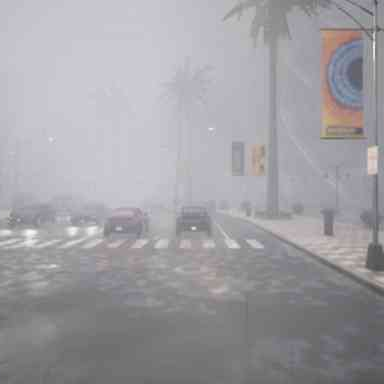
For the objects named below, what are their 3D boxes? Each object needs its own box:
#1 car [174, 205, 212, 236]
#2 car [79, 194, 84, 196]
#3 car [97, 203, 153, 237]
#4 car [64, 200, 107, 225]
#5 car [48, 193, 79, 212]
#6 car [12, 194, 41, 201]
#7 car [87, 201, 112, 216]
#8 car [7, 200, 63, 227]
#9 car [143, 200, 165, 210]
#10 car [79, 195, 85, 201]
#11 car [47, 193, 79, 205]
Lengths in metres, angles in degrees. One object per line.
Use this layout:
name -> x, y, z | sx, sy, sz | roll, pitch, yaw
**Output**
car -> 0.071, 1.516, 18.686 | 1.837, 1.490, 4.892 | 0, 0, 0
car -> -19.194, 1.253, 52.462 | 5.566, 2.045, 2.150 | 0, 0, 35
car -> -3.421, 1.536, 17.831 | 1.812, 1.442, 4.674 | 0, 0, 0
car -> -7.388, 1.562, 24.565 | 2.033, 1.411, 5.357 | 0, 0, -4
car -> -13.223, 1.244, 34.101 | 2.150, 2.045, 5.566 | 0, 0, -24
car -> -23.120, 1.248, 46.495 | 5.566, 2.045, 2.150 | 0, 0, 38
car -> -9.681, 1.622, 34.576 | 1.895, 1.301, 4.718 | 0, 0, -22
car -> -10.847, 1.519, 22.971 | 1.837, 1.490, 4.892 | 0, 0, -3
car -> -5.121, 1.626, 41.669 | 1.895, 1.301, 4.718 | 0, 0, -28
car -> -17.047, 1.553, 45.812 | 1.812, 1.442, 4.674 | 0, 0, -44
car -> -22.878, 1.257, 58.897 | 5.566, 2.045, 2.150 | 0, 0, 25
